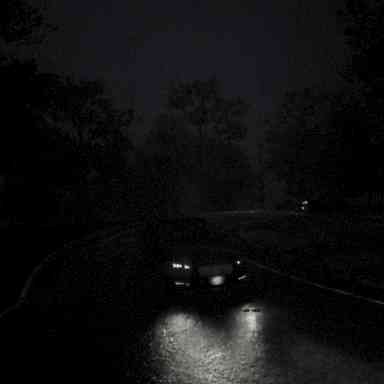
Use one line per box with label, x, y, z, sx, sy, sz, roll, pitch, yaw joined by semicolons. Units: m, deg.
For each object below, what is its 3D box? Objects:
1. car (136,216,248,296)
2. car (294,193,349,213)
car;-0.274;1.418;8.696;2.128;1.511;4.902;-1;1;-18
car;11.544;0.919;29.932;4.553;1.767;2.097;-1;1;-8
